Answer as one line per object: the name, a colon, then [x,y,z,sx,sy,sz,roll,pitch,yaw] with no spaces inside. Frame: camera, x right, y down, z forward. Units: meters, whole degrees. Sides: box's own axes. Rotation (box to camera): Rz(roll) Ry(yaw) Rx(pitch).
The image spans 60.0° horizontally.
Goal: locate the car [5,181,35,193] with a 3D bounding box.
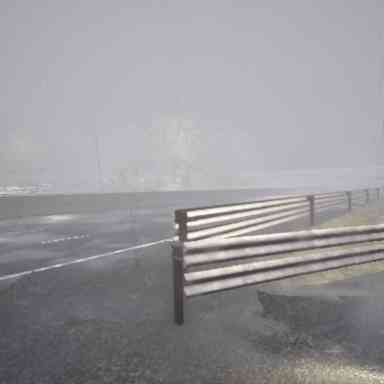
car: [-28.915,-0.771,56.256,2.150,2.045,5.566,-1,3,14]
